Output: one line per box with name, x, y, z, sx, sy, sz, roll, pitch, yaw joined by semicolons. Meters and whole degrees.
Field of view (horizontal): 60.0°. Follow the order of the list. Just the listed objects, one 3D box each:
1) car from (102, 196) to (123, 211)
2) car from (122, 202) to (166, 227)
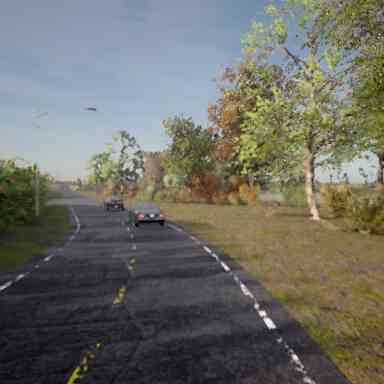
car;-8.758;1.240;37.000;1.837;1.490;4.892;0;0;-21
car;-3.089;1.412;21.765;2.033;1.411;5.357;0;0;-18
